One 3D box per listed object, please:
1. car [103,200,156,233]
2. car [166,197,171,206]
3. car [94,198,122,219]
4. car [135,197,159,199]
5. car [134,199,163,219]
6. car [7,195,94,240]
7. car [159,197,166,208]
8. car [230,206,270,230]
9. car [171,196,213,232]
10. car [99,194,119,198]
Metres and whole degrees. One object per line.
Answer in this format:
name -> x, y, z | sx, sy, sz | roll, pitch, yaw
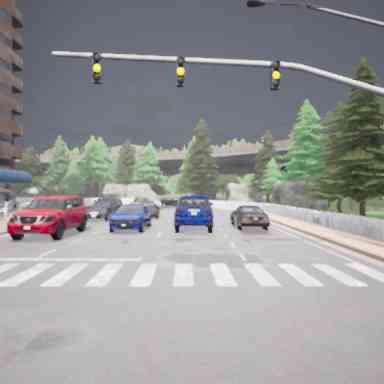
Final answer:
car -> -3.570, 1.466, 19.941 | 1.882, 1.535, 5.008 | 0, 0, 0
car -> -4.100, 1.490, 49.177 | 1.882, 1.535, 5.008 | 1, 0, -37
car -> -7.247, 1.468, 26.774 | 2.128, 1.511, 4.902 | 0, 0, -2
car -> -5.537, 1.347, 37.606 | 2.097, 1.767, 4.553 | 0, 0, -19
car -> -3.827, 1.559, 28.927 | 1.994, 1.385, 4.181 | 0, 0, -2
car -> -7.069, 1.190, 17.032 | 2.150, 2.045, 5.566 | 0, 0, 0
car -> -5.848, 1.526, 45.779 | 1.812, 1.442, 4.674 | 1, 0, -33
car -> 3.601, 1.572, 21.313 | 2.033, 1.411, 5.357 | 0, 0, 0
car -> 0.103, 1.228, 20.310 | 2.150, 2.045, 5.566 | 0, 0, 0
car -> -9.245, 1.199, 37.433 | 2.150, 2.045, 5.566 | 0, 0, -24
